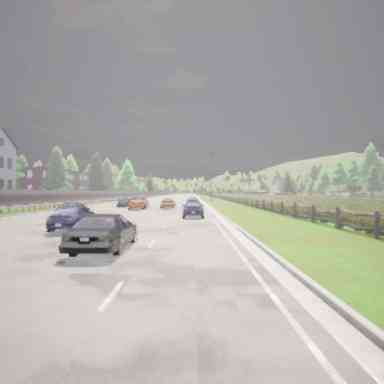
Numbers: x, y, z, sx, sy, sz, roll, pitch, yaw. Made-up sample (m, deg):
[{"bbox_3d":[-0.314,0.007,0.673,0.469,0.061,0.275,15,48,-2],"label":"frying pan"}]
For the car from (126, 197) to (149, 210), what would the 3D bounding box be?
[{"bbox_3d":[-6.889,1.374,43.917,2.097,1.767,4.553,0,0,0],"label":"car"}]

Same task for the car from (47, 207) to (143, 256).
[{"bbox_3d":[-3.399,1.554,13.018,2.033,1.411,5.357,0,0,0],"label":"car"}]

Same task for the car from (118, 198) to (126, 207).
[{"bbox_3d":[-10.385,1.590,52.361,1.994,1.385,4.181,0,0,0],"label":"car"}]

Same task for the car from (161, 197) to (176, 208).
[{"bbox_3d":[-3.388,1.502,48.368,1.882,1.535,5.008,0,0,0],"label":"car"}]

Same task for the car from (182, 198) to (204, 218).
[{"bbox_3d":[0.111,1.541,30.178,1.812,1.442,4.674,0,0,0],"label":"car"}]

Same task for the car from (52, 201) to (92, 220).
[{"bbox_3d":[-10.392,1.579,29.141,1.994,1.385,4.181,0,0,0],"label":"car"}]

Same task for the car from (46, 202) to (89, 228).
[{"bbox_3d":[-6.892,1.536,19.442,1.812,1.442,4.674,0,0,0],"label":"car"}]
